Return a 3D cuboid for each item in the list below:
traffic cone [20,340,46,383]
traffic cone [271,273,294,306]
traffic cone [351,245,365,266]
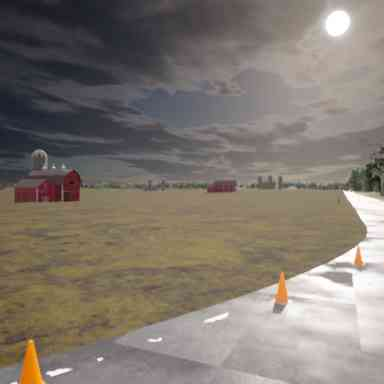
[{"bbox_3d":[-1.786,1.941,3.685,0.340,0.580,0.340,0,0,-37],"label":"traffic cone"},{"bbox_3d":[1.826,1.932,6.731,0.340,0.580,0.340,0,0,-43],"label":"traffic cone"},{"bbox_3d":[5.081,1.918,10.156,0.340,0.580,0.340,0,1,40],"label":"traffic cone"}]
